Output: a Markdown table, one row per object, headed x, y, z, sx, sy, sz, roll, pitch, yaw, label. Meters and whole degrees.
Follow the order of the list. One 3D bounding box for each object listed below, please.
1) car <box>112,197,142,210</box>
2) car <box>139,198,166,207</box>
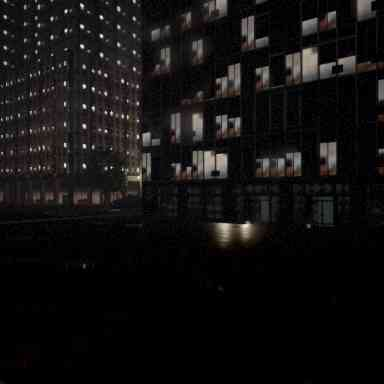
| x | y | z | sx | sy | sz | roll | pitch | yaw | label |
| --- | --- | --- | --- | --- | --- | --- | --- | --- | --- |
| -9.228 | 1.721 | 46.899 | 1.994 | 1.385 | 4.181 | 0 | 0 | 35 | car |
| -6.531 | 1.762 | 55.404 | 1.947 | 1.339 | 4.313 | 0 | 0 | 35 | car |
